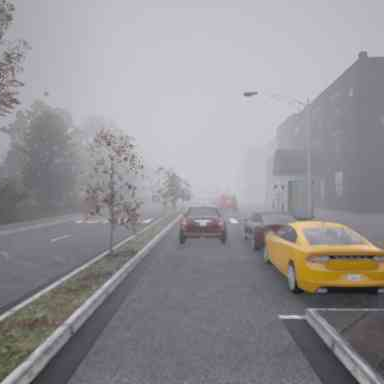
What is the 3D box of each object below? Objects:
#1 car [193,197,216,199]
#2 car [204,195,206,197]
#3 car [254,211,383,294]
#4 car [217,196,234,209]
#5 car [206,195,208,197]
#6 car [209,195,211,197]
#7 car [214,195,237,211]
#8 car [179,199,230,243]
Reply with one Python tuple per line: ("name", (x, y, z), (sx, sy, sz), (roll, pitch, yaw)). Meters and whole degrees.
("car", (1.229, 1.570, 34.424), (1.882, 1.535, 5.008), (0, 0, 2))
("car", (4.996, 1.512, 86.611), (2.185, 1.767, 4.553), (0, 0, -2))
("car", (3.205, 1.512, 8.902), (2.097, 1.535, 5.008), (0, 0, 2))
("car", (4.694, 1.475, 47.585), (2.185, 1.767, 4.553), (0, 0, 2))
("car", (5.168, 1.667, 81.114), (2.163, 1.488, 4.792), (0, 0, -1))
("car", (5.275, 1.661, 69.982), (2.163, 1.488, 4.792), (0, 0, 0))
("car", (4.480, 1.340, 42.103), (2.435, 2.045, 5.566), (0, 0, 2))
("car", (0.545, 1.400, 16.406), (2.097, 1.767, 4.553), (0, 0, 2))
